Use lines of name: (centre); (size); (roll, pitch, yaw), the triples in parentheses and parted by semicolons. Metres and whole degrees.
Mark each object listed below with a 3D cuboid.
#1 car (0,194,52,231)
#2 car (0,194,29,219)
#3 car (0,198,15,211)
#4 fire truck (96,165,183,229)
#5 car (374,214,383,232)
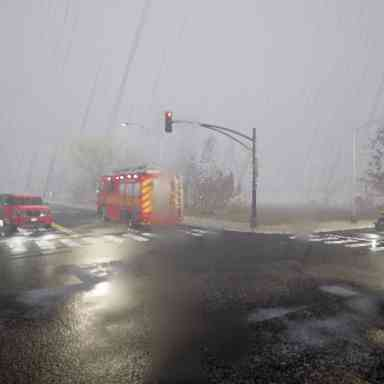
car: (-10.480, 1.199, 20.998); (2.150, 2.045, 5.566); (0, 0, -35)
car: (-16.253, 1.184, 30.075); (2.150, 2.045, 5.566); (0, 0, -33)
car: (-23.220, 1.492, 41.003); (2.033, 1.411, 5.357); (0, 0, -32)
fire truck: (-3.940, 0.322, 23.036); (2.891, 3.827, 8.468); (0, 0, -32)
car: (13.276, 1.753, 20.833); (4.892, 1.490, 1.837); (1, 0, -36)
